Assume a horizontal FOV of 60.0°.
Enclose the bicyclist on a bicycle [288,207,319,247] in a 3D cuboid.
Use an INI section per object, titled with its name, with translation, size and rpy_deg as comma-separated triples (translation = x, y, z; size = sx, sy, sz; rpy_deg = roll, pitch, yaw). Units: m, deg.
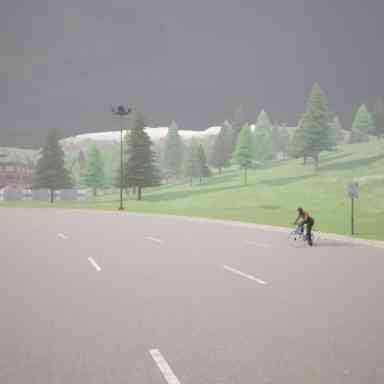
[bicyclist on a bicycle]
translation = 4.596, 1.447, 13.694
size = 1.656, 1.620, 0.582
rpy_deg = -2, 1, -25
